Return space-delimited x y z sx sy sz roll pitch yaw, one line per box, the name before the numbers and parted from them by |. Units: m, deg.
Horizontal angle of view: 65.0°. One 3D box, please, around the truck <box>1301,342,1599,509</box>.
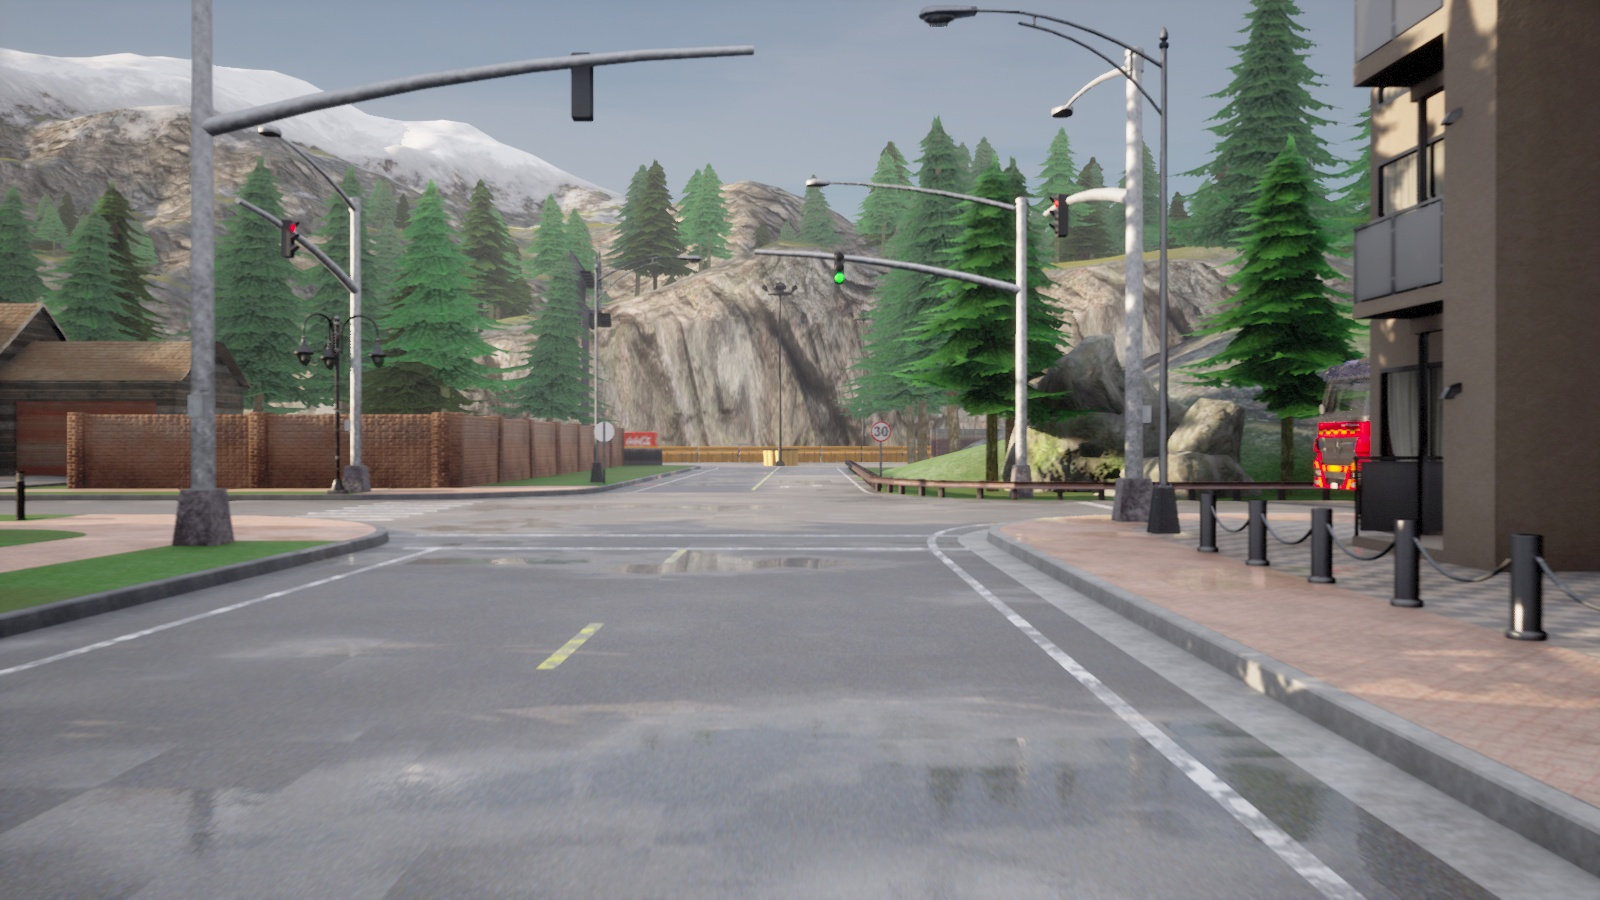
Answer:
truck | 16.893 -0.560 30.297 8.468 3.827 2.891 0 0 0
